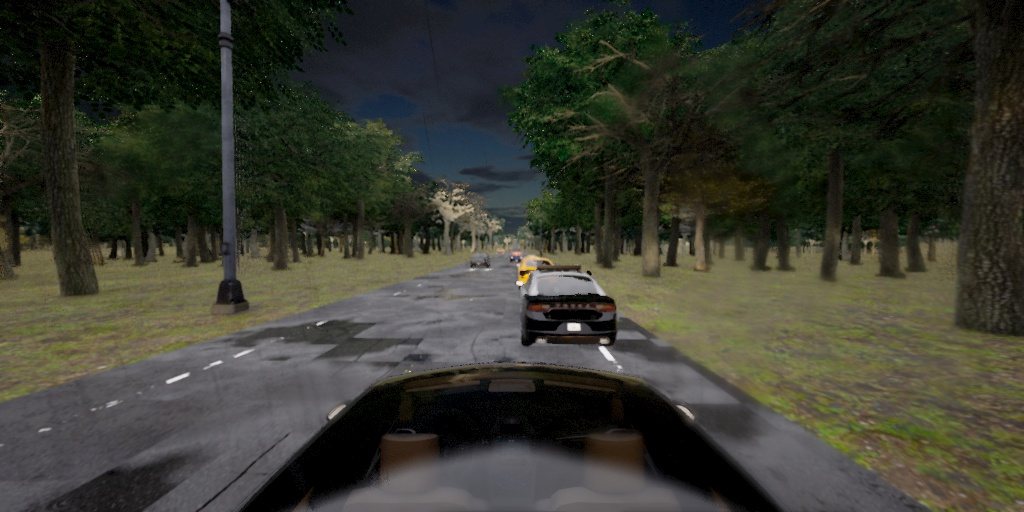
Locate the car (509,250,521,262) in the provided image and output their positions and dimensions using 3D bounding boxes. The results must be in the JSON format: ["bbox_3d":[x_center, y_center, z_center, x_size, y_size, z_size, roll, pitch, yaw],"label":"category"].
[{"bbox_3d":[0.645,0.185,48.557,1.895,1.301,4.718,0,2,1],"label":"car"}]

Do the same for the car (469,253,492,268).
[{"bbox_3d":[-3.130,0.409,36.382,1.837,1.490,4.892,0,1,1],"label":"car"}]

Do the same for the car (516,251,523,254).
[{"bbox_3d":[1.357,0.651,25.089,1.801,1.575,5.366,0,1,1],"label":"car"}]

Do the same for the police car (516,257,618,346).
[{"bbox_3d":[1.146,1.008,9.012,1.930,1.638,5.238,0,1,1],"label":"police car"}]

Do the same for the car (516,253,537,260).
[{"bbox_3d":[1.275,0.825,18.902,1.882,1.535,5.008,0,1,1],"label":"car"}]
